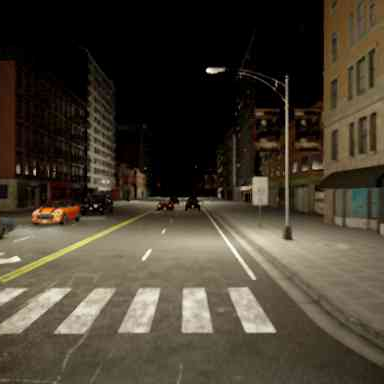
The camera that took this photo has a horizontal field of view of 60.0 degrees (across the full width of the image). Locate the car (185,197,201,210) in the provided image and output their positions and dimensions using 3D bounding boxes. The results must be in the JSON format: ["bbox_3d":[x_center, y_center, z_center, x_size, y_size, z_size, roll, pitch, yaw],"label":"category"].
[{"bbox_3d":[0.092,1.587,42.817,1.812,1.442,4.674,0,0,0],"label":"car"}]

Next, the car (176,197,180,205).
[{"bbox_3d":[-3.169,1.606,58.837,1.812,1.442,4.674,0,0,0],"label":"car"}]

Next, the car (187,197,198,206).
[{"bbox_3d":[0.079,1.586,57.880,1.837,1.490,4.892,0,0,0],"label":"car"}]

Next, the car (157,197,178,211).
[{"bbox_3d":[-3.159,1.656,41.087,1.895,1.301,4.718,0,0,0],"label":"car"}]

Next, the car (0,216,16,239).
[{"bbox_3d":[-9.848,1.560,14.564,2.033,1.411,5.357,0,0,0],"label":"car"}]

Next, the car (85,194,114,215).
[{"bbox_3d":[-9.756,1.262,34.868,2.150,2.045,5.566,0,0,0],"label":"car"}]

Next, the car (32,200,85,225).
[{"bbox_3d":[-9.824,1.378,24.455,2.097,1.767,4.553,0,0,0],"label":"car"}]
